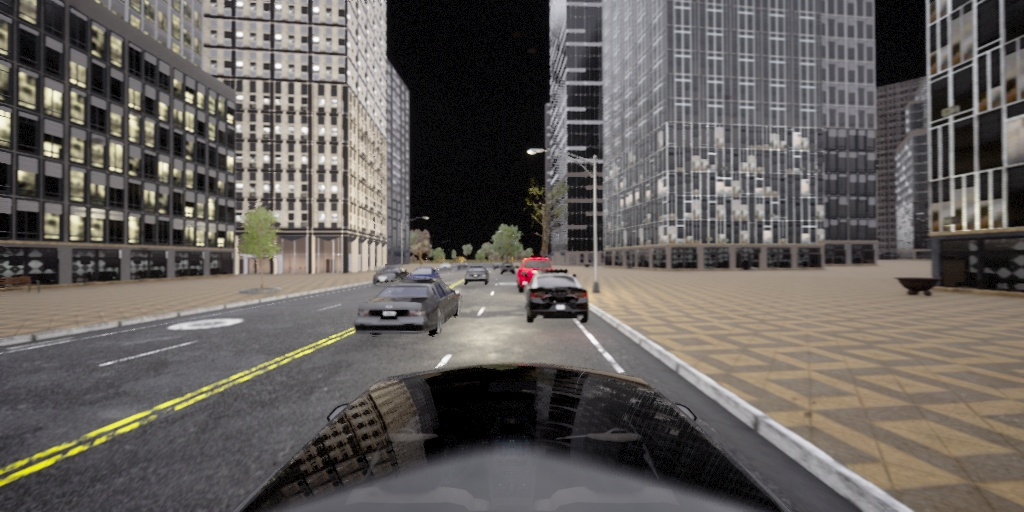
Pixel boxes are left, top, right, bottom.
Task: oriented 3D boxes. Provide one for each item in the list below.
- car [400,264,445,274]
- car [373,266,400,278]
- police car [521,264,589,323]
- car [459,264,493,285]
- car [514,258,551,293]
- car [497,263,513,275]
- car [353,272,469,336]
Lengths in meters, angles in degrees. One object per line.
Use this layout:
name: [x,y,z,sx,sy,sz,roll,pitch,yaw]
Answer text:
car: [-6.217,1.526,25.445,1.812,1.442,4.674,0,-1,-1]
car: [-9.539,1.538,28.613,2.128,1.511,4.902,0,-1,-2]
police car: [1.415,1.270,12.738,1.930,1.638,5.238,0,-1,1]
car: [-2.849,1.570,29.671,2.033,1.411,5.357,0,-1,-2]
car: [1.439,1.163,22.819,2.150,2.045,5.566,0,-1,-1]
car: [-0.630,1.694,48.167,1.837,1.490,4.892,0,-1,-5]
car: [-2.773,1.394,10.767,2.033,1.411,5.357,0,-1,1]
